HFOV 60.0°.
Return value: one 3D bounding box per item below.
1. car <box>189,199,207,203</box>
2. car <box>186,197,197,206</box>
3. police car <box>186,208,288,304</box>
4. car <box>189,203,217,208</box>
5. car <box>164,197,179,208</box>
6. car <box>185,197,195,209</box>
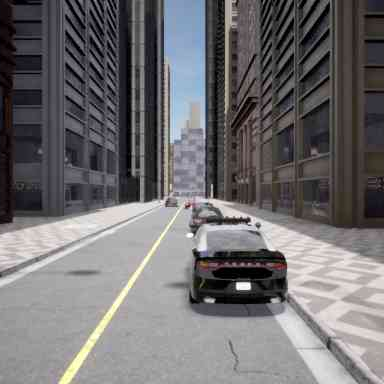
[{"bbox_3d":[0.864,1.519,24.232,1.837,1.490,4.892,0,0,0],"label":"car"},{"bbox_3d":[-0.083,1.641,59.010,1.994,1.385,4.181,0,0,0],"label":"car"},{"bbox_3d":[0.887,1.427,8.342,1.930,1.638,5.238,0,0,0],"label":"police car"},{"bbox_3d":[0.873,1.534,18.232,1.812,1.442,4.674,0,0,0],"label":"car"},{"bbox_3d":[-3.072,1.558,49.840,1.837,1.490,4.892,0,0,0],"label":"car"},{"bbox_3d":[-0.030,1.646,45.985,1.895,1.301,4.718,0,0,0],"label":"car"}]
